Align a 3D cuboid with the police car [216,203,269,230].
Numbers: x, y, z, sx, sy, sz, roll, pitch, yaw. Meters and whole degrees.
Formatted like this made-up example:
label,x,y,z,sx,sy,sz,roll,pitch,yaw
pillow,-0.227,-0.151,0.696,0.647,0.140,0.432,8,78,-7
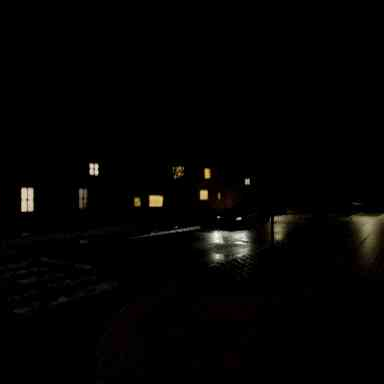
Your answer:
label,x,y,z,sx,sy,sz,roll,pitch,yaw
police car,3.346,1.559,21.900,2.038,1.542,4.974,0,0,34
